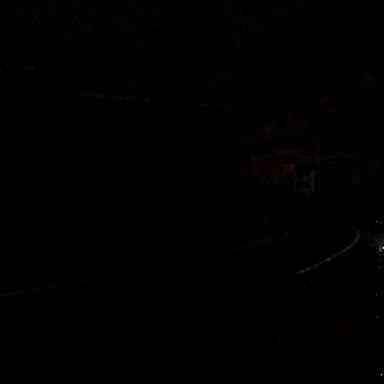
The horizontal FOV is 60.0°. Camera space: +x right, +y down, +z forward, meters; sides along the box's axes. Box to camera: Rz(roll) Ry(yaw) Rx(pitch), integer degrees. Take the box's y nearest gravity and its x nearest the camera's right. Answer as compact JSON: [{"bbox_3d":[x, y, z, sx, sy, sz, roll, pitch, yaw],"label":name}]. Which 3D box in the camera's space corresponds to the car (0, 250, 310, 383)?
[{"bbox_3d":[-0.337,1.534,4.112,4.674,1.442,1.812,0,0,-40],"label":"car"}]

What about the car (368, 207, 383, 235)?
[{"bbox_3d":[11.518,1.670,19.525,2.128,1.511,4.902,0,-1,25],"label":"car"}]
